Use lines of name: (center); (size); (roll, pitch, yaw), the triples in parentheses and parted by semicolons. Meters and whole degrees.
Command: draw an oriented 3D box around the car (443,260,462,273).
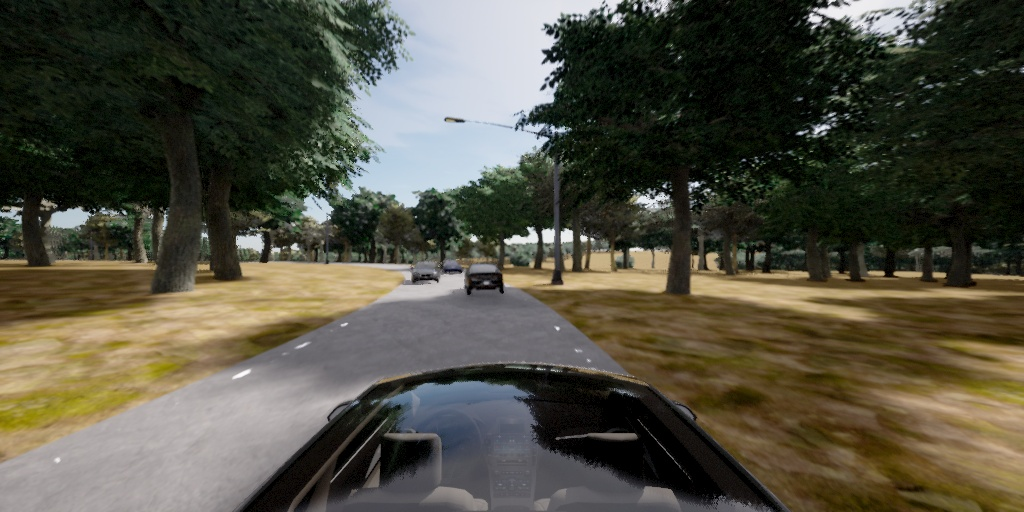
car: (-6.853, 1.139, 39.468); (1.994, 1.385, 4.181); (-1, 0, -20)

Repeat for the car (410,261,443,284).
car: (-6.216, 1.158, 25.948); (1.837, 1.490, 4.892); (0, 0, -13)

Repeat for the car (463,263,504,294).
car: (-1.622, 1.132, 19.785); (1.882, 1.535, 5.008); (0, 1, -9)
